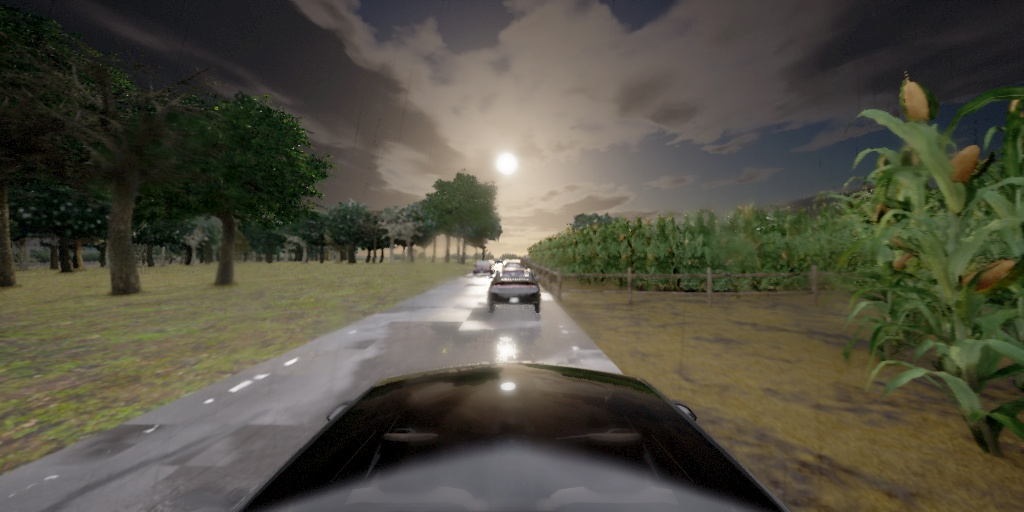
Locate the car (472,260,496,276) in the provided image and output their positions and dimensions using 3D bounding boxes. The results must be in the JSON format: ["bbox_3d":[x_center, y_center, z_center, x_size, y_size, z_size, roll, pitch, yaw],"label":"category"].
[{"bbox_3d":[-2.848,1.212,36.060,1.812,1.442,4.674,0,0,0],"label":"car"}]

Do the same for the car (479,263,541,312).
[{"bbox_3d":[0.091,1.212,14.039,2.128,1.511,4.902,0,0,0],"label":"car"}]

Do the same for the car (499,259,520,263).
[{"bbox_3d":[0.092,1.217,30.318,1.812,1.442,4.674,0,0,0],"label":"car"}]
